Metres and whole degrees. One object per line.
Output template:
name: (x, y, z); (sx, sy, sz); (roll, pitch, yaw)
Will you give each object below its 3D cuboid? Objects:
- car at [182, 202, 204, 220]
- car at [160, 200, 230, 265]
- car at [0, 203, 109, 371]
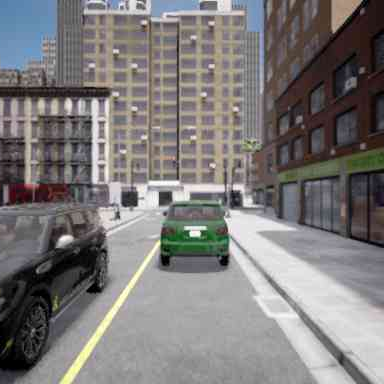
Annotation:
car: (0.063, 1.664, 30.292); (1.837, 1.490, 4.892); (0, -1, 0)
car: (0.089, 1.291, 12.127); (2.150, 2.045, 5.566); (0, 0, 0)
car: (-3.106, 1.258, 6.093); (2.150, 2.045, 5.566); (0, 0, 0)
